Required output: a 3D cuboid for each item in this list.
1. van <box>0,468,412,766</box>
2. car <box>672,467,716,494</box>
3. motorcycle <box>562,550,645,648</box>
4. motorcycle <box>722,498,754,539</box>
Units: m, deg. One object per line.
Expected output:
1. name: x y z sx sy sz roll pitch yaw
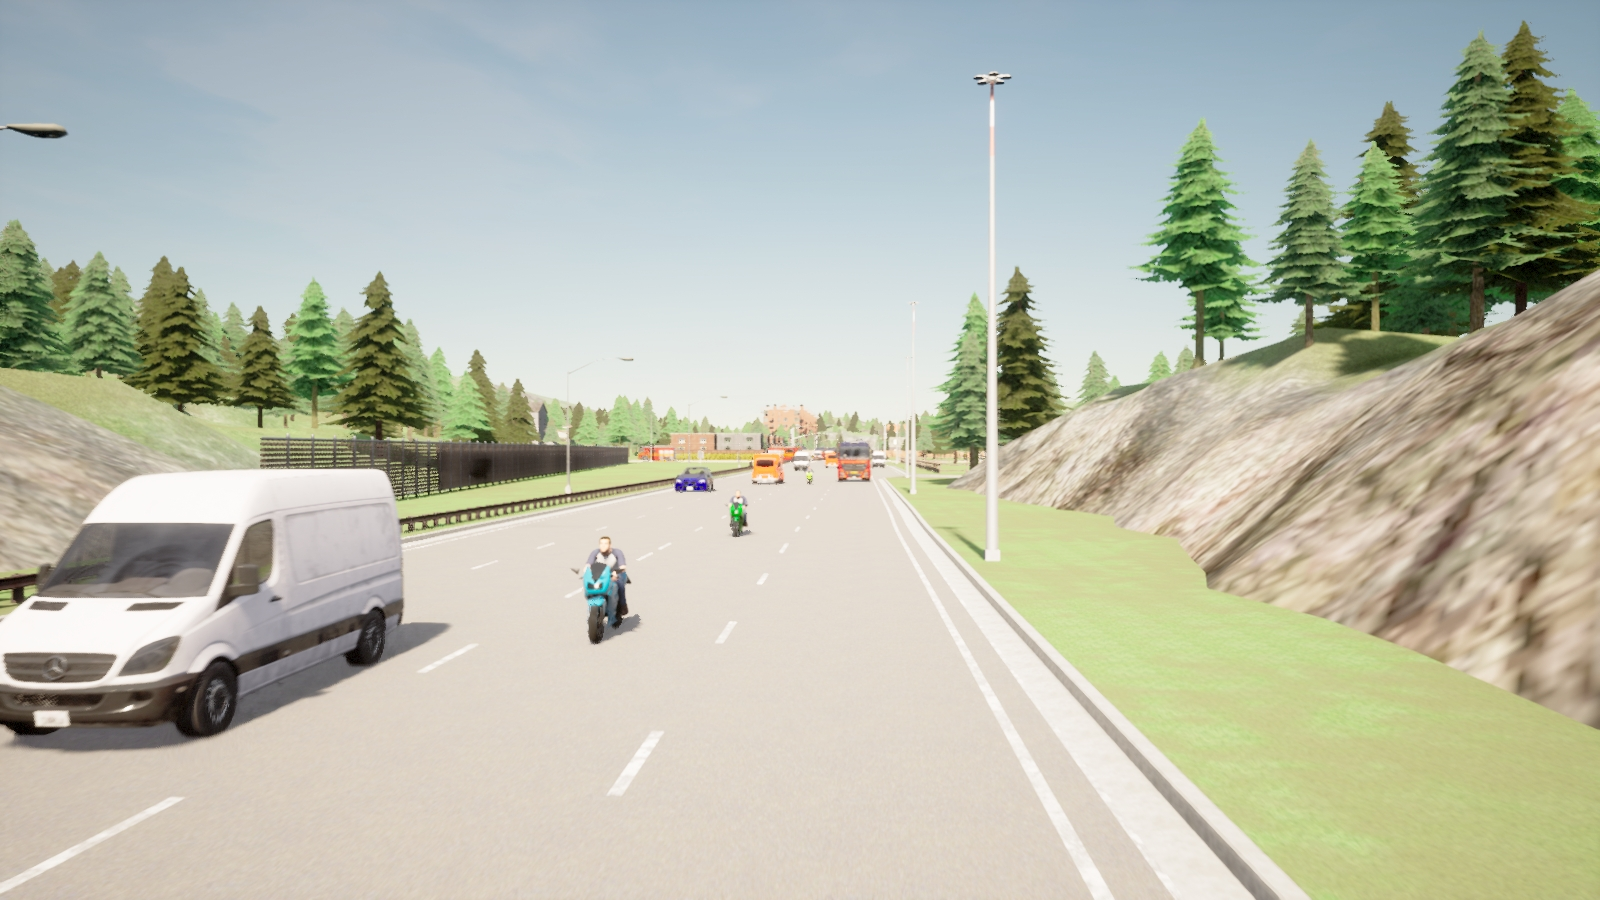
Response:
1. van: -6.582 1.534 13.156 1.988 2.561 5.915 0 0 2
2. car: -6.981 1.967 75.837 2.242 1.667 4.611 0 0 3
3. motorcycle: -2.906 2.186 17.118 0.803 1.199 2.033 0 0 3
4. motorcycle: -1.987 2.185 36.830 0.803 1.199 2.033 0 0 3
